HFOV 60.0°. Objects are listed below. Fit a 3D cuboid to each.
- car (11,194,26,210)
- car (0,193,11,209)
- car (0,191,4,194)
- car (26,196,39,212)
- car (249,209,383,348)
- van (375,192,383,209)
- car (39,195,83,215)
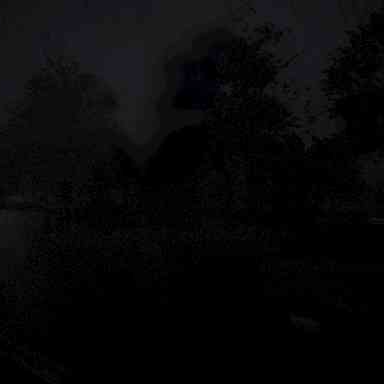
[{"bbox_3d":[-16.066,1.206,35.454,2.163,1.488,4.792,2,1,36],"label":"car"},{"bbox_3d":[-18.292,1.151,37.103,2.002,1.452,4.674,2,1,36],"label":"car"},{"bbox_3d":[-20.639,1.043,38.583,1.946,1.575,5.366,2,1,36],"label":"car"},{"bbox_3d":[-13.888,1.113,33.946,2.185,1.767,4.553,2,1,36],"label":"car"},{"bbox_3d":[2.765,1.194,5.931,2.163,1.488,4.792,1,1,36],"label":"car"},{"bbox_3d":[10.341,0.932,16.474,1.878,1.987,4.442,1,1,36],"label":"van"},{"bbox_3d":[-11.670,1.304,32.290,2.097,1.535,5.008,2,1,36],"label":"car"}]
